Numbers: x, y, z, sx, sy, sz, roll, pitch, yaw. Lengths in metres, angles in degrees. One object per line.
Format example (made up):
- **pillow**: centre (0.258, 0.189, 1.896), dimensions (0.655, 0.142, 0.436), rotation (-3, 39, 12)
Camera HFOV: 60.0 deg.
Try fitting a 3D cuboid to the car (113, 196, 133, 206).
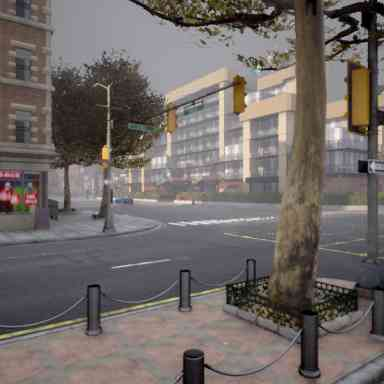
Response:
- **car**: centre (-11.833, 1.491, 57.124), dimensions (1.882, 1.535, 5.008), rotation (0, 0, -36)
